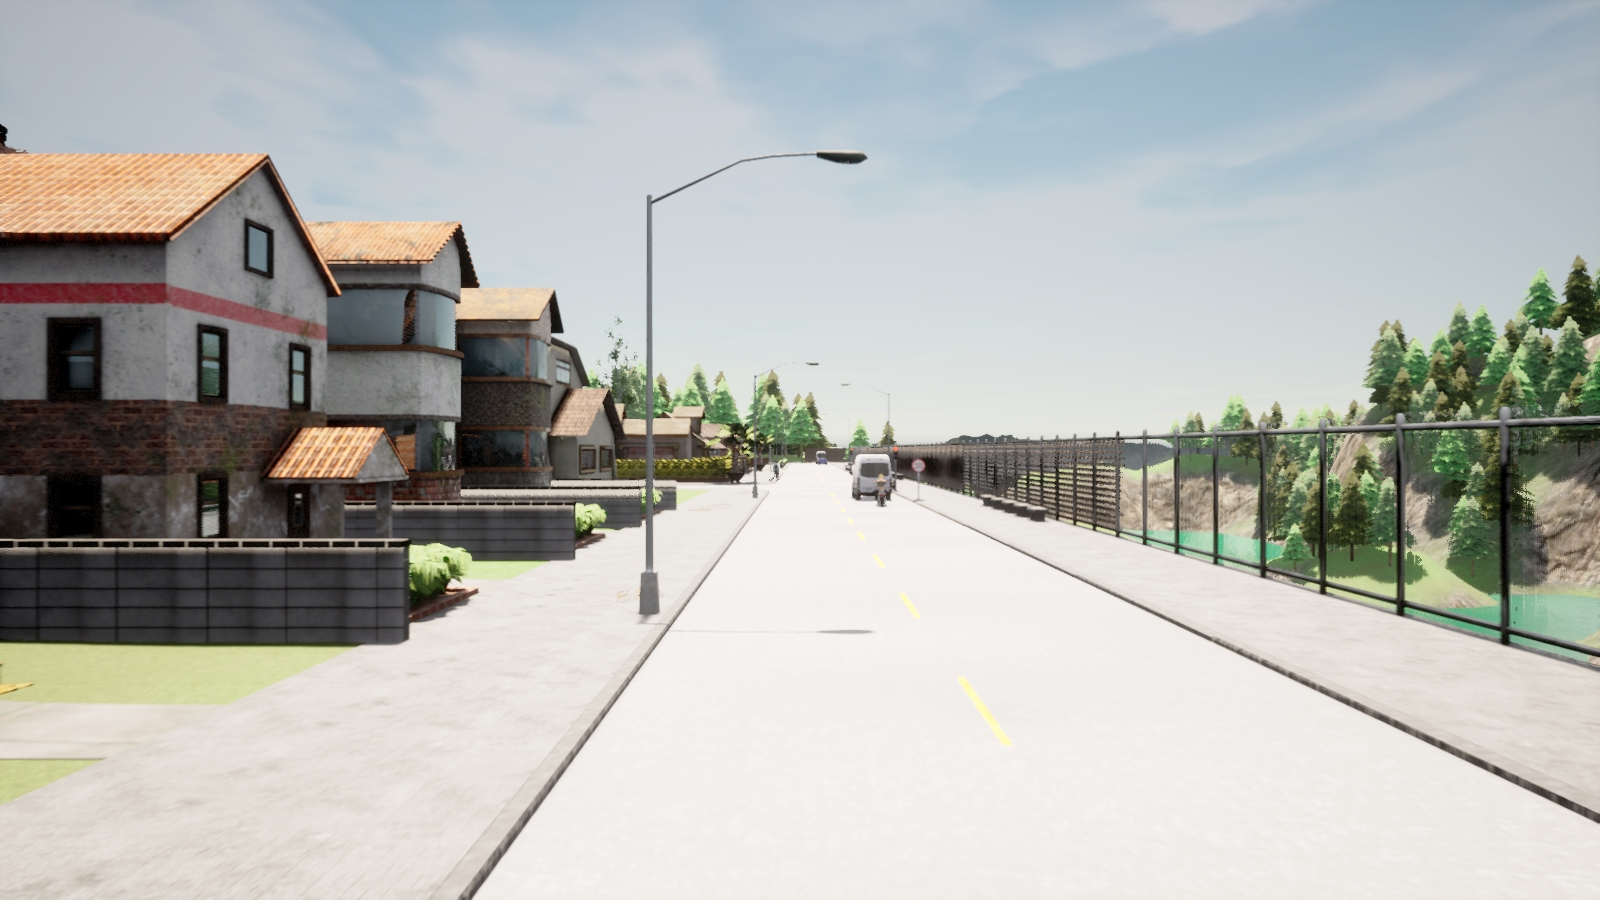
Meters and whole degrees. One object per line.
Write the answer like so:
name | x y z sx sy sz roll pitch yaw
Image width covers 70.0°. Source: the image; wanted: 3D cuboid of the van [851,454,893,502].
van | 4.054 1.534 65.331 1.988 2.561 5.915 0 0 -1

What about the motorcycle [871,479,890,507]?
motorcycle | 4.050 2.155 57.442 0.764 1.307 2.356 0 0 0
